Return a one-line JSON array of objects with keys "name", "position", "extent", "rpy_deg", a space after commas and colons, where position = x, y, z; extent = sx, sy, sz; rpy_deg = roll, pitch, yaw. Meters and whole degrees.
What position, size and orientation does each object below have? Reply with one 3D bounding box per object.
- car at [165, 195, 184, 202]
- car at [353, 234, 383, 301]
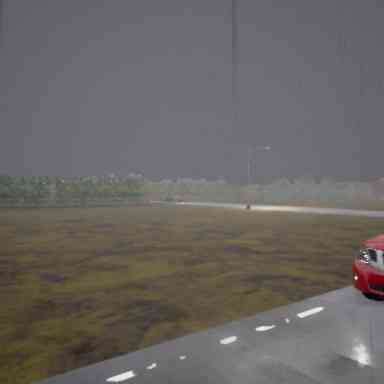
[{"name": "car", "position": [-3.284, 1.297, 60.898], "extent": [1.994, 1.385, 4.181], "rpy_deg": [-1, 1, -35]}, {"name": "car", "position": [5.798, 1.223, 7.193], "extent": [5.566, 2.045, 2.150], "rpy_deg": [0, 0, -35]}]
